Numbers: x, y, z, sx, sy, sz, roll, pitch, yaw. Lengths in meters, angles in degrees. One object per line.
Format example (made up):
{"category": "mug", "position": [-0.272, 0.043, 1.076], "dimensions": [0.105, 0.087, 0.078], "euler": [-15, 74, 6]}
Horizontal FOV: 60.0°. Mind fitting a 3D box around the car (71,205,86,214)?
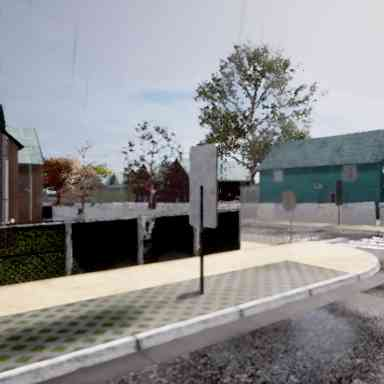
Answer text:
{"category": "car", "position": [-16.735, 2.605, 48.506], "dimensions": [1.994, 1.385, 4.181], "euler": [0, -1, -35]}
